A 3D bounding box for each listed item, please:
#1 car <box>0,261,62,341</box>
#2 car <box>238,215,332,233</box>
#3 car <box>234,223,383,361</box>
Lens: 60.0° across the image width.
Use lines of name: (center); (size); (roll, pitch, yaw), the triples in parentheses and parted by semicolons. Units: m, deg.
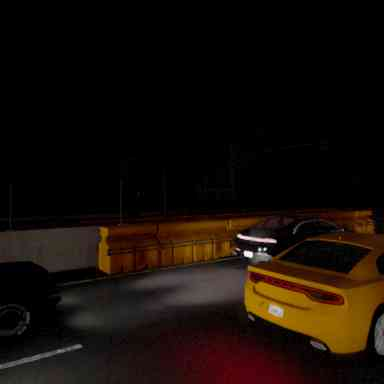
car: (-4.502, 1.601, 4.833); (4.718, 1.301, 1.895); (0, 0, -36)
car: (3.520, 1.492, 10.557); (4.902, 1.511, 2.128); (0, 0, -36)
car: (3.173, 1.478, 6.013); (5.008, 1.535, 1.882); (0, 0, -36)
